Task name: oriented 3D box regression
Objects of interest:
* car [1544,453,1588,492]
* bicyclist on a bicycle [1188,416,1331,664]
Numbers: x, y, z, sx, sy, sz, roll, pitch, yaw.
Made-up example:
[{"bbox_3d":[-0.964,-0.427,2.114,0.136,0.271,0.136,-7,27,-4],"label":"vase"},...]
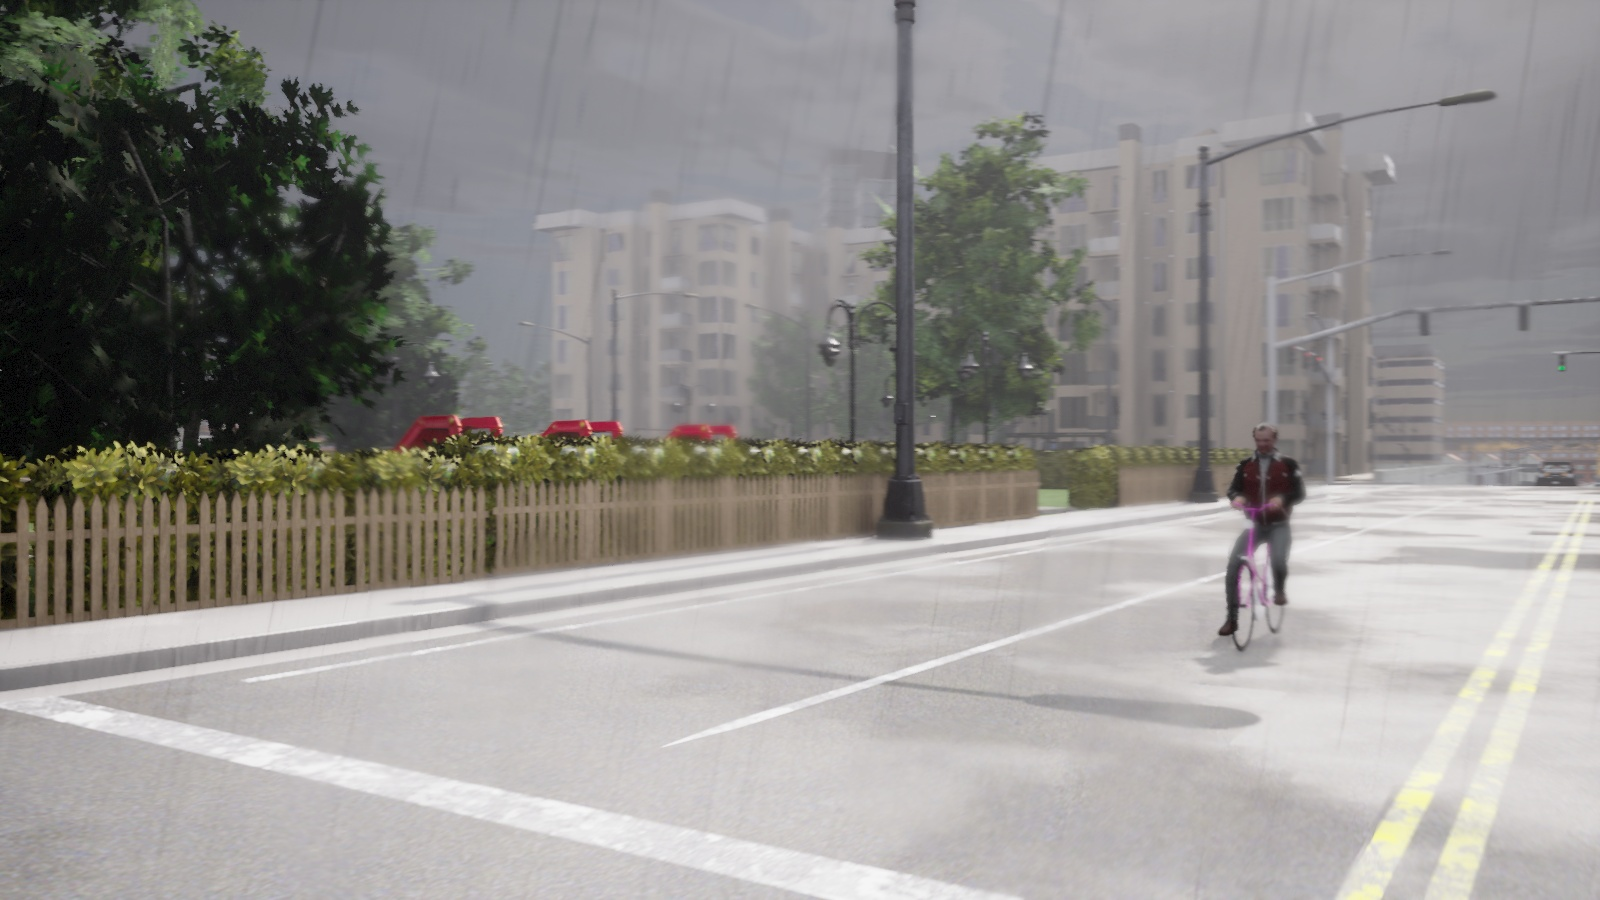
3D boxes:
[{"bbox_3d":[41.377,1.242,67.799,1.905,1.878,3.866,0,-5,33],"label":"car"},{"bbox_3d":[3.672,0.652,9.937,0.659,1.776,1.843,0,-1,33],"label":"bicyclist on a bicycle"}]
